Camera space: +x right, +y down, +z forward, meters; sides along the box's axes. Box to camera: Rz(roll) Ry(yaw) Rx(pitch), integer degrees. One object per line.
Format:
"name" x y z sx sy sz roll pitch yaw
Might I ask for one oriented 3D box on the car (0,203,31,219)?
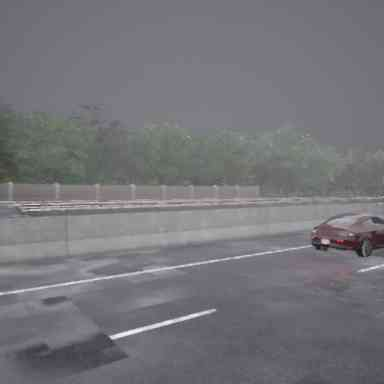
"car" -9.411 1.352 14.473 4.553 1.767 2.097 0 0 -35

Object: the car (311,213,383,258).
"car" 6.461 1.528 12.777 4.674 1.442 1.812 0 0 -35

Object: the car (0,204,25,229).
"car" -13.303 1.548 20.299 5.357 1.411 2.033 0 0 -36

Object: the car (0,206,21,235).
"car" -11.578 1.526 17.212 4.674 1.442 1.812 0 0 -36
